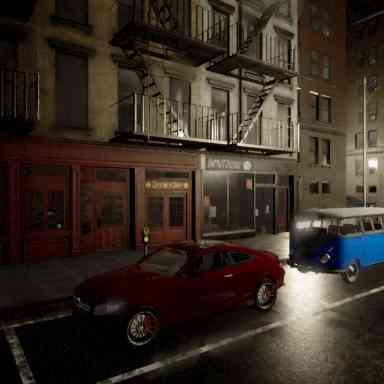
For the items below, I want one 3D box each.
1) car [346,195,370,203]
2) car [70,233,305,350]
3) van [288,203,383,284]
[{"bbox_3d":[15.206,1.316,32.865,2.150,2.045,5.566,0,0,-35],"label":"car"},{"bbox_3d":[-0.029,1.582,6.160,4.206,1.307,1.802,0,0,-35],"label":"car"},{"bbox_3d":[4.386,1.341,9.281,3.998,1.788,1.690,0,0,-35],"label":"van"}]
